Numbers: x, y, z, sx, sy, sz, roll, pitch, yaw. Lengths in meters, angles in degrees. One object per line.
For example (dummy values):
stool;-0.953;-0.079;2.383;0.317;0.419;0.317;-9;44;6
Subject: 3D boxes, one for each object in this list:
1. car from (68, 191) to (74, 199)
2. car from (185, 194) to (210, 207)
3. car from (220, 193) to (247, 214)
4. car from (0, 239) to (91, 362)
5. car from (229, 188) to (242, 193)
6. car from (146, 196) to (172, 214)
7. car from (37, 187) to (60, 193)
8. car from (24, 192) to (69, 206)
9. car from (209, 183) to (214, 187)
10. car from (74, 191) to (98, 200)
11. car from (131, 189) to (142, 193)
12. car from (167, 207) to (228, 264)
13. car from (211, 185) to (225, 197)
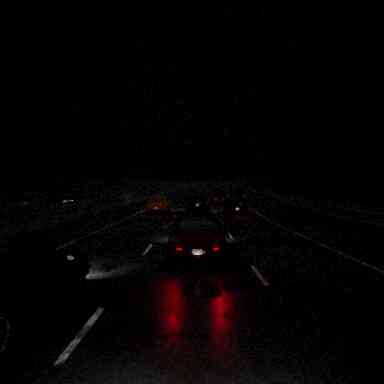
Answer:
car;-19.719;0.577;55.028;1.994;1.385;4.181;0;2;2
car;0.487;1.014;28.889;2.097;1.767;4.553;0;1;1
car;3.927;1.112;30.667;1.837;1.490;4.892;0;1;2
car;-3.377;1.530;5.627;2.033;1.411;5.357;0;0;0
car;8.508;0.227;63.099;1.837;1.490;4.892;0;2;4
car;-2.972;1.104;30.533;1.882;1.535;5.008;0;1;2
car;-22.699;0.314;52.505;2.150;2.045;5.566;0;2;-1
car;-13.662;1.100;30.907;1.882;1.535;5.008;0;1;2
car;6.326;-0.867;92.051;1.882;1.535;5.008;0;2;2
car;-16.381;0.650;52.337;1.994;1.385;4.181;0;2;3
car;-12.001;-0.024;72.339;1.994;1.385;4.181;0;2;2
car;0.176;1.469;11.509;1.812;1.442;4.674;0;1;1
car;5.184;0.043;64.284;2.097;1.767;4.553;0;2;2
